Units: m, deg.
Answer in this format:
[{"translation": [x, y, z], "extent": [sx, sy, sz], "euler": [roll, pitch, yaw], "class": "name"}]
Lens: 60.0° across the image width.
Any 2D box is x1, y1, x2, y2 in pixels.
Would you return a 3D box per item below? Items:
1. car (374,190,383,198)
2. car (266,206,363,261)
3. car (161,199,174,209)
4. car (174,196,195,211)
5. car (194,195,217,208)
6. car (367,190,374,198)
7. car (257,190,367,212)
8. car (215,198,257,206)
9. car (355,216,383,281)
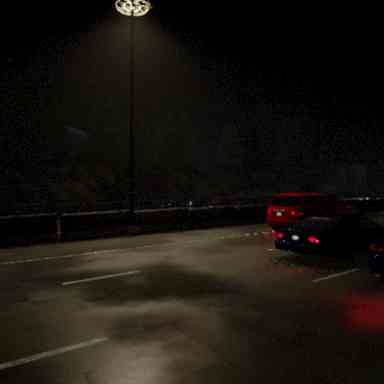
[{"translation": [34.974, 0.320, 58.895], "extent": [4.902, 1.511, 2.128], "euler": [-2, 1, -35], "class": "car"}, {"translation": [5.254, 1.440, 11.791], "extent": [5.357, 1.411, 2.033], "euler": [-1, 1, -35], "class": "car"}, {"translation": [-1.188, 1.264, 37.530], "extent": [4.892, 1.490, 1.837], "euler": [-1, 1, -35], "class": "car"}, {"translation": [0.925, 1.110, 34.738], "extent": [4.553, 1.767, 2.097], "euler": [-1, 1, -35], "class": "car"}, {"translation": [2.897, 1.285, 31.846], "extent": [4.674, 1.442, 1.812], "euler": [-1, 1, -35], "class": "car"}, {"translation": [32.934, 0.324, 61.737], "extent": [4.902, 1.511, 2.128], "euler": [-2, 1, -35], "class": "car"}, {"translation": [6.169, 1.067, 16.730], "extent": [5.566, 2.045, 2.150], "euler": [-1, 1, -35], "class": "car"}, {"translation": [4.928, 1.306, 28.997], "extent": [5.357, 1.411, 2.033], "euler": [-1, 1, -35], "class": "car"}, {"translation": [6.380, 1.382, 8.300], "extent": [5.008, 1.535, 1.882], "euler": [-1, 0, -35], "class": "car"}]
